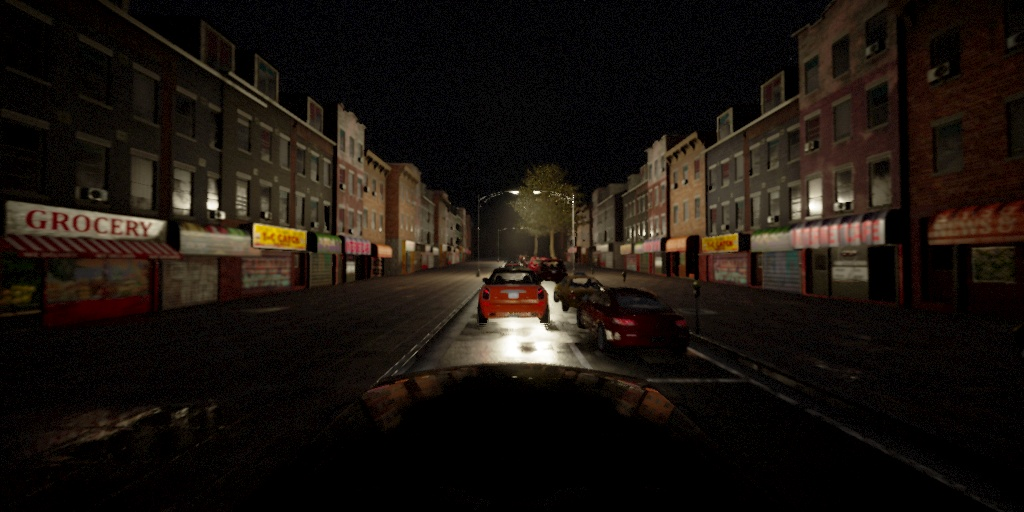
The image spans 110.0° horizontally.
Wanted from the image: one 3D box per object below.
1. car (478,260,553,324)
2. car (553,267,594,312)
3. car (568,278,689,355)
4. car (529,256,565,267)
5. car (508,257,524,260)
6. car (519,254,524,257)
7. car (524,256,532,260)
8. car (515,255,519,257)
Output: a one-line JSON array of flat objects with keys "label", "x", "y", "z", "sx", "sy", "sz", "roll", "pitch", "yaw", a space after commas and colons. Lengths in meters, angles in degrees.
[{"label": "car", "x": 0.030, "y": 1.153, "z": 12.310, "sx": 2.097, "sy": 1.767, "sz": 4.553, "roll": 0, "pitch": 0, "yaw": 0}, {"label": "car", "x": 2.639, "y": 1.332, "z": 14.312, "sx": 1.751, "sy": 1.417, "sz": 4.829, "roll": 0, "pitch": 0, "yaw": 0}, {"label": "car", "x": 2.639, "y": 1.371, "z": 8.580, "sx": 1.802, "sy": 1.307, "sz": 4.207, "roll": 0, "pitch": 0, "yaw": 0}, {"label": "car", "x": 2.639, "y": 1.120, "z": 25.265, "sx": 2.192, "sy": 1.841, "sz": 5.009, "roll": 0, "pitch": 0, "yaw": 0}, {"label": "car", "x": 0.098, "y": 1.190, "z": 44.688, "sx": 2.128, "sy": 1.511, "sz": 4.902, "roll": 0, "pitch": 0, "yaw": 0}, {"label": "car", "x": 2.638, "y": 0.944, "z": 53.062, "sx": 2.192, "sy": 1.841, "sz": 5.009, "roll": 0, "pitch": 0, "yaw": 0}, {"label": "car", "x": 2.639, "y": 1.071, "z": 36.388, "sx": 2.192, "sy": 1.841, "sz": 5.009, "roll": 0, "pitch": 0, "yaw": 0}, {"label": "car", "x": 0.098, "y": 1.033, "z": 62.906, "sx": 1.837, "sy": 1.490, "sz": 4.892, "roll": 0, "pitch": 0, "yaw": 0}]
